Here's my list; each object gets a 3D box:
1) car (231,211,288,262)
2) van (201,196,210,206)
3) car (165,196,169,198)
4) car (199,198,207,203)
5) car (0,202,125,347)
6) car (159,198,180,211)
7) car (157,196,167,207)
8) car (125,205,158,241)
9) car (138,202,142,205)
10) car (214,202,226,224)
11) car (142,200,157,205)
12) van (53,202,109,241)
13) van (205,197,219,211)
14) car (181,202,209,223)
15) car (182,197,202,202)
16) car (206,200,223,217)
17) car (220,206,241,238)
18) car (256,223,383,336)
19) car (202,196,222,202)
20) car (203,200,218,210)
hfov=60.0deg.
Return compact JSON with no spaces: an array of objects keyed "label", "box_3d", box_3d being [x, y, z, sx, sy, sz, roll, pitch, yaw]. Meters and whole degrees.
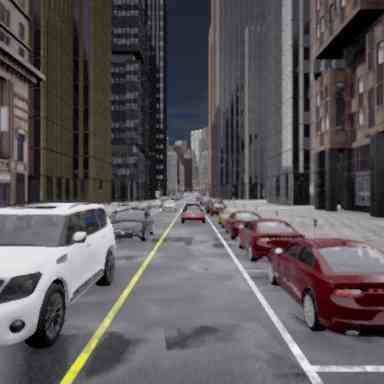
[{"label":"car","box_3d":[2.769,1.631,12.333,1.887,1.381,4.507,0,0,0]},{"label":"van","box_3d":[2.726,1.822,67.587,1.690,1.788,3.998,0,0,0]},{"label":"car","box_3d":[-5.806,1.797,67.595,2.192,1.841,5.009,0,0,0]},{"label":"car","box_3d":[2.714,2.148,84.161,1.887,1.381,4.507,0,0,0]},{"label":"car","box_3d":[-3.091,1.269,6.752,2.150,2.045,5.566,0,0,0]},{"label":"car","box_3d":[-3.033,1.849,45.438,1.812,1.442,4.674,0,-1,0]},{"label":"car","box_3d":[-5.801,1.927,56.375,1.752,1.417,4.829,0,0,0]},{"label":"car","box_3d":[-3.089,1.628,17.379,1.837,1.490,4.892,0,-1,0]},{"label":"car","box_3d":[-5.791,1.787,28.920,1.802,1.307,4.206,0,0,0]},{"label":"car","box_3d":[2.760,1.691,23.553,1.752,1.417,4.829,0,0,0]},{"label":"car","box_3d":[-5.795,1.835,39.970,2.008,1.369,4.403,0,0,0]},{"label":"van","box_3d":[-5.787,1.468,17.872,1.690,1.788,3.998,0,0,0]},{"label":"van","box_3d":[2.742,1.664,45.486,1.690,1.788,3.998,0,0,0]},{"label":"car","box_3d":[0.087,1.760,27.627,1.994,1.385,4.181,0,0,0]},{"label":"car","box_3d":[0.040,1.801,43.340,2.128,1.511,4.902,0,0,0]},{"label":"car","box_3d":[2.752,1.788,34.434,1.887,1.381,4.507,0,0,0]},{"label":"car","box_3d":[2.764,1.670,17.858,1.887,1.381,4.507,0,0,0]},{"label":"car","box_3d":[2.773,1.592,6.808,1.887,1.381,4.507,0,0,0]},{"label":"car","box_3d":[2.747,1.598,39.961,2.192,1.841,5.009,0,0,0]},{"label":"car","box_3d":[2.739,1.913,51.010,2.008,1.369,4.403,0,0,0]}]
